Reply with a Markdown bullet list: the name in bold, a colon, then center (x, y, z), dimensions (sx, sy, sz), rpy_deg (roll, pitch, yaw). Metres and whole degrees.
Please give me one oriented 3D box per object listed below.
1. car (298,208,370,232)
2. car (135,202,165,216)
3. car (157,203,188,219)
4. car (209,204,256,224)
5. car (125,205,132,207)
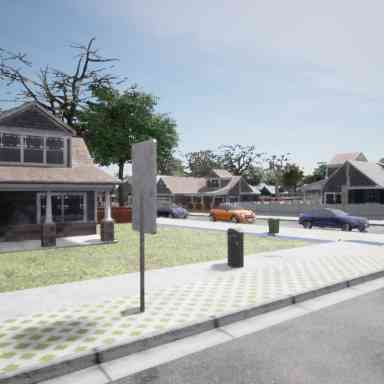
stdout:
- **car**: center (9.306, 1.817, 22.181), dimensions (1.812, 1.442, 4.674), rpy_deg (0, -1, -33)
- **car**: center (-6.104, 2.381, 47.929), dimensions (2.097, 1.767, 4.553), rpy_deg (0, -1, -38)
- **car**: center (-2.386, 2.155, 38.281), dimensions (2.097, 1.767, 4.553), rpy_deg (0, -1, -37)
- **car**: center (3.620, 1.901, 30.153), dimensions (2.097, 1.767, 4.553), rpy_deg (0, -1, -36)
- **car**: center (-8.581, 2.553, 46.437), dimensions (1.837, 1.490, 4.892), rpy_deg (0, -1, -35)
